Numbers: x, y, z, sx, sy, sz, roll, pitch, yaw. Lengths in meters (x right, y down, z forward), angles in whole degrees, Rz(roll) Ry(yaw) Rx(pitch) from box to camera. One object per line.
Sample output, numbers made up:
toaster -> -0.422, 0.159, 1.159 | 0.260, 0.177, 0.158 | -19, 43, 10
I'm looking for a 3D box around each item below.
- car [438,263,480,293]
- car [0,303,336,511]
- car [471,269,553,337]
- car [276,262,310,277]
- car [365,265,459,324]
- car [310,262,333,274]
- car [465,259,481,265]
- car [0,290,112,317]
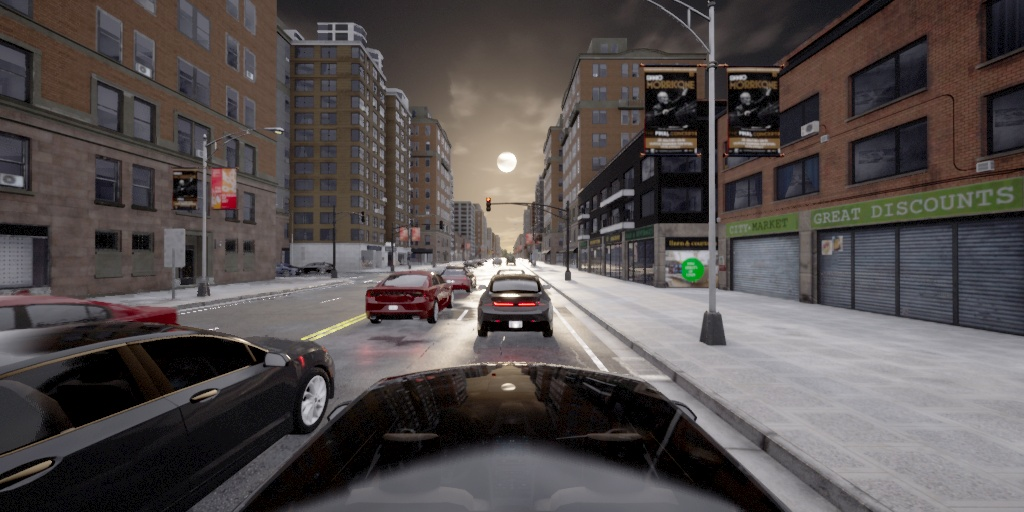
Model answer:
car -> -3.205, 1.316, 20.946 | 1.994, 1.385, 4.181 | 0, 0, -1
car -> -3.153, 1.255, 2.617 | 1.837, 1.490, 4.892 | 0, 0, 0
car -> 0.075, 1.255, 10.298 | 1.837, 1.490, 4.892 | 0, 0, 0
car -> -22.736, 1.313, 35.187 | 4.181, 1.385, 1.994 | 0, 0, 0
car -> -3.182, 1.228, 12.052 | 1.882, 1.535, 5.008 | 0, 0, 0
car -> -22.267, 1.345, 40.668 | 4.313, 1.339, 1.948 | 0, 0, 0
car -> -6.760, 1.317, 58.159 | 2.033, 1.411, 5.357 | 0, 0, 0
car -> -6.607, 1.228, 4.020 | 1.882, 1.535, 5.008 | 0, 0, 0
